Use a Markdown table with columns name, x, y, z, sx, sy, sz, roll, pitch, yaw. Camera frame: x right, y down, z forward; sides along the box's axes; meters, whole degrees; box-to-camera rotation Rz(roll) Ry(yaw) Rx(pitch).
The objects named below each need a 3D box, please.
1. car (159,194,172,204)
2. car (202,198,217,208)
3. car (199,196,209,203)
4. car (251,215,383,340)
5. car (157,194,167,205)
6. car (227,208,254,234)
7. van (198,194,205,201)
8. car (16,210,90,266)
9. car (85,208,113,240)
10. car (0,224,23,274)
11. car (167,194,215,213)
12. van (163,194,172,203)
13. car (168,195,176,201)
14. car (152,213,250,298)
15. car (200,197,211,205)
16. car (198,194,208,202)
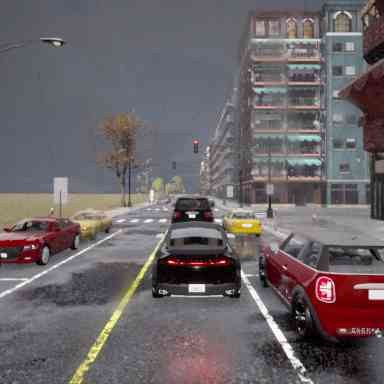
| name | x | y | z | sx | sy | sz | roll | pitch | yaw |
| --- | --- | --- | --- | --- | --- | --- | --- | --- | --- |
| car | -5.350 | 1.334 | 66.630 | 2.192 | 1.841 | 5.009 | 1 | 0 | 0 |
| car | 2.539 | 1.565 | 50.136 | 2.008 | 1.369 | 4.403 | 1 | 0 | 0 |
| car | 2.522 | 1.587 | 72.780 | 1.947 | 1.339 | 4.313 | 1 | 0 | 0 |
| car | 2.571 | 1.442 | 6.532 | 1.967 | 1.590 | 4.097 | 1 | 0 | 0 |
| car | -5.348 | 1.457 | 60.975 | 1.967 | 1.590 | 4.097 | 1 | 0 | 0 |
| car | 2.562 | 1.530 | 17.791 | 1.752 | 1.417 | 4.829 | 1 | 0 | 0 |
| van | 2.513 | 1.368 | 89.763 | 1.690 | 1.788 | 3.998 | 1 | 0 | 0 |
| car | -5.314 | 1.548 | 11.653 | 1.887 | 1.381 | 4.507 | 1 | 0 | 0 |
| car | -5.318 | 1.529 | 17.019 | 1.752 | 1.417 | 4.829 | 1 | 0 | 0 |
| car | -5.311 | 1.552 | 6.116 | 2.008 | 1.369 | 4.403 | 1 | 0 | 0 |
| car | 0.068 | 1.226 | 18.345 | 2.150 | 2.045 | 5.566 | 0 | 0 | 1 |
| van | -5.355 | 1.362 | 72.284 | 1.690 | 1.788 | 3.998 | 1 | 0 | 0 |
| car | -5.370 | 1.609 | 89.246 | 1.802 | 1.307 | 4.206 | 1 | 0 | 0 |
| car | 0.093 | 1.507 | 8.491 | 1.837 | 1.490 | 4.892 | 0 | 0 | 0 |
| car | 2.530 | 1.599 | 61.458 | 1.802 | 1.307 | 4.206 | 1 | 0 | 0 |
| car | 2.521 | 1.338 | 78.441 | 2.192 | 1.841 | 5.009 | 1 | 0 | 0 |
